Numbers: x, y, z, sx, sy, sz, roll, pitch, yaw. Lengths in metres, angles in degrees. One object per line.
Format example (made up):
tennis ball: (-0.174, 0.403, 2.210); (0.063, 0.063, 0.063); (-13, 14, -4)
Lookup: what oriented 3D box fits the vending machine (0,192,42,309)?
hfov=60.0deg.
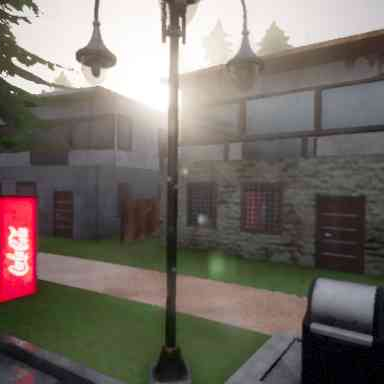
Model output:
vending machine: (-3.706, 1.057, 6.478); (0.880, 2.100, 1.100); (1, 1, 29)
